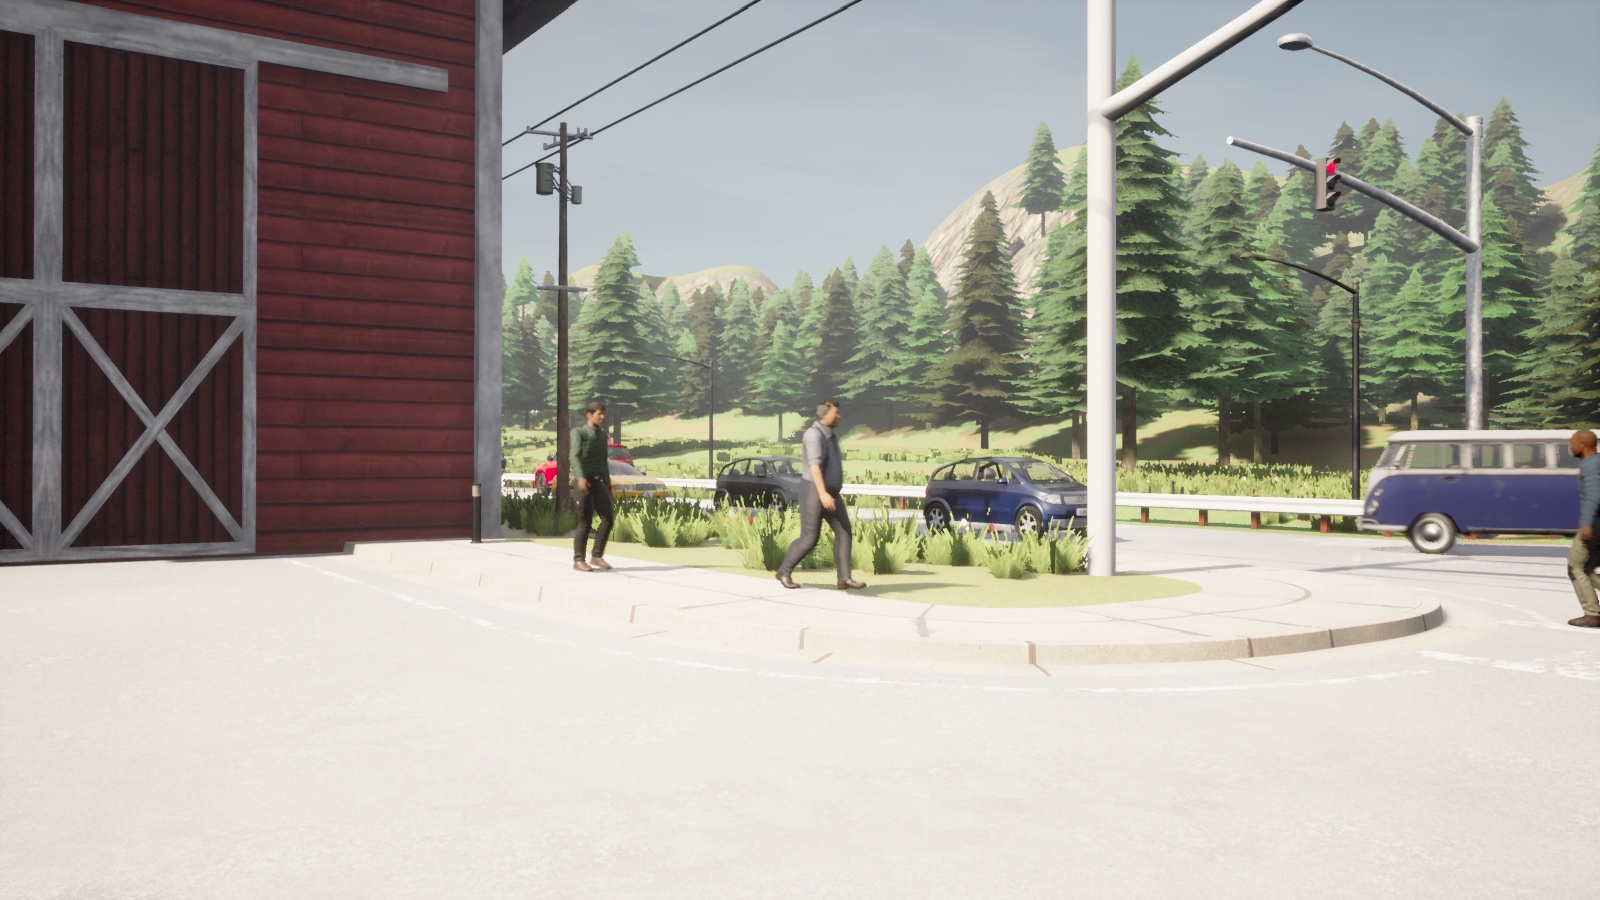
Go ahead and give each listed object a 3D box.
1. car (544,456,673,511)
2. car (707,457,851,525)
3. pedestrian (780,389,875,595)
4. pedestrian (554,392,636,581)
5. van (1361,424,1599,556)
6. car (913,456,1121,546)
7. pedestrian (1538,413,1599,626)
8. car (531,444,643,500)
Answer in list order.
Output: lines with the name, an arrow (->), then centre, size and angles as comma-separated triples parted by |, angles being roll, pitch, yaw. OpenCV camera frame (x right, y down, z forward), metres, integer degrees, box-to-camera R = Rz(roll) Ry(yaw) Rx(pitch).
car -> -5.979, 0.969, 38.589 | 1.801, 1.575, 5.366 | 0, 0, -34
car -> -0.571, 0.945, 30.515 | 1.789, 1.549, 3.705 | 0, 0, -34
pedestrian -> 0.257, 0.377, 11.670 | 0.694, 1.848, 0.540 | 0, 0, 31
pedestrian -> -2.178, 0.376, 13.309 | 0.788, 1.949, 0.423 | 0, 0, 36
van -> 11.415, 0.615, 20.068 | 4.442, 1.987, 1.775 | -1, 0, 24
car -> 4.009, 0.891, 23.679 | 1.789, 1.549, 3.705 | 0, 0, -34
pedestrian -> 6.981, 0.602, 11.071 | 0.370, 1.835, 0.726 | 0, 0, -34
car -> -8.284, 0.815, 48.326 | 2.150, 2.045, 5.566 | 0, 0, -34
